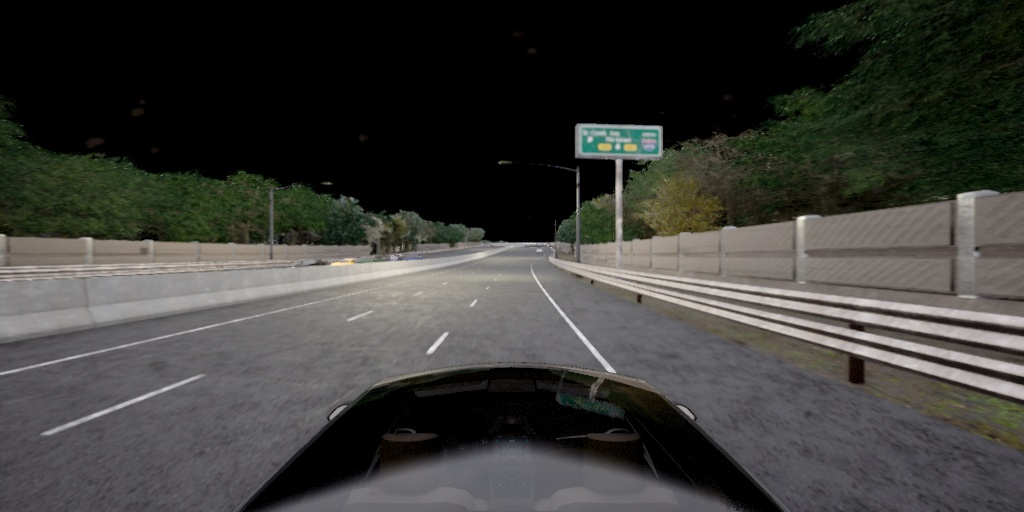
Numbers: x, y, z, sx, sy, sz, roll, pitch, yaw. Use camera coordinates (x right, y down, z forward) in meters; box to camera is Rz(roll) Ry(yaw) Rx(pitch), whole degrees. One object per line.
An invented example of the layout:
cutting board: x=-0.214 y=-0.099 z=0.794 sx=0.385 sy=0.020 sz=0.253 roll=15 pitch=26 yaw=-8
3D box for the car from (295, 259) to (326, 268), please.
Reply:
car: x=-23.857 y=1.142 z=43.026 sx=1.882 sy=1.535 sz=5.008 roll=0 pitch=0 yaw=2

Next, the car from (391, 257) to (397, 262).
car: x=-19.573 y=0.935 z=60.401 sx=1.812 sy=1.442 sz=4.674 roll=0 pitch=1 yaw=3

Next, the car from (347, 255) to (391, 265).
car: x=-16.877 y=0.895 z=42.636 sx=2.150 sy=2.045 sz=5.566 roll=0 pitch=0 yaw=2

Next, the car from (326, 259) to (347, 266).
car: x=-20.302 y=1.133 z=44.275 sx=1.882 sy=1.535 sz=5.008 roll=0 pitch=0 yaw=2

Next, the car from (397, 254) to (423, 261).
car: x=-16.181 y=0.674 z=58.409 sx=2.150 sy=2.045 sz=5.566 roll=0 pitch=1 yaw=3
